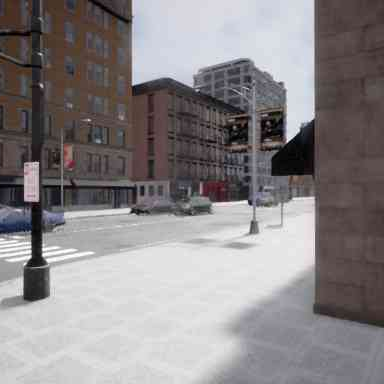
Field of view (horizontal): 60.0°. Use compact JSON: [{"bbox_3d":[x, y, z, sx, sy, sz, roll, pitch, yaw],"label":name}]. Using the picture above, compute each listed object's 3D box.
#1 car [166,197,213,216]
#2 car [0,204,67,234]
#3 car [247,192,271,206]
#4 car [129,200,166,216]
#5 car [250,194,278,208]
[{"bbox_3d":[0.079,1.245,30.724,2.097,1.767,4.553,0,0,35],"label":"car"},{"bbox_3d":[-9.220,1.509,17.273,2.033,1.411,5.357,0,0,32],"label":"car"},{"bbox_3d":[10.505,1.028,51.020,2.150,2.045,5.566,0,0,35],"label":"car"},{"bbox_3d":[-3.411,1.453,31.417,2.033,1.411,5.357,0,0,35],"label":"car"},{"bbox_3d":[10.022,1.345,44.775,1.812,1.442,4.674,0,0,36],"label":"car"}]
